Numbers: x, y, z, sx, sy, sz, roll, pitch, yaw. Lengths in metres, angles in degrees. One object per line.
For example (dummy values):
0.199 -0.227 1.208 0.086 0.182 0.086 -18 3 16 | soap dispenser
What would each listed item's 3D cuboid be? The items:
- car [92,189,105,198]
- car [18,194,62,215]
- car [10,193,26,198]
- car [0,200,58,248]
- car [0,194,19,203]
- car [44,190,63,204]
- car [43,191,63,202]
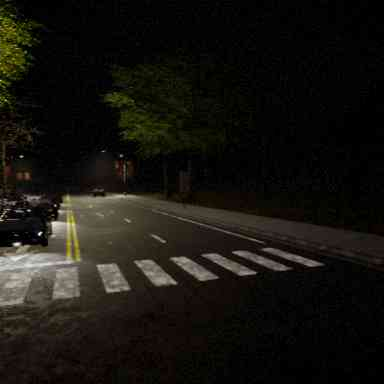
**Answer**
-16.257 0.172 57.859 1.837 1.490 4.892 -2 2 -20 | car
-9.928 1.108 22.009 1.994 1.385 4.181 -2 2 -21 | car
-17.721 0.853 33.538 2.128 1.511 4.902 -2 2 -20 | car
-6.695 1.275 13.400 2.033 1.411 5.357 -2 2 -21 | car
-14.063 1.114 23.773 2.033 1.411 5.357 -2 2 -20 | car
-17.222 0.609 41.542 1.882 1.535 5.008 -2 2 -20 | car
-13.580 0.886 31.729 2.033 1.411 5.357 -2 2 -21 | car
